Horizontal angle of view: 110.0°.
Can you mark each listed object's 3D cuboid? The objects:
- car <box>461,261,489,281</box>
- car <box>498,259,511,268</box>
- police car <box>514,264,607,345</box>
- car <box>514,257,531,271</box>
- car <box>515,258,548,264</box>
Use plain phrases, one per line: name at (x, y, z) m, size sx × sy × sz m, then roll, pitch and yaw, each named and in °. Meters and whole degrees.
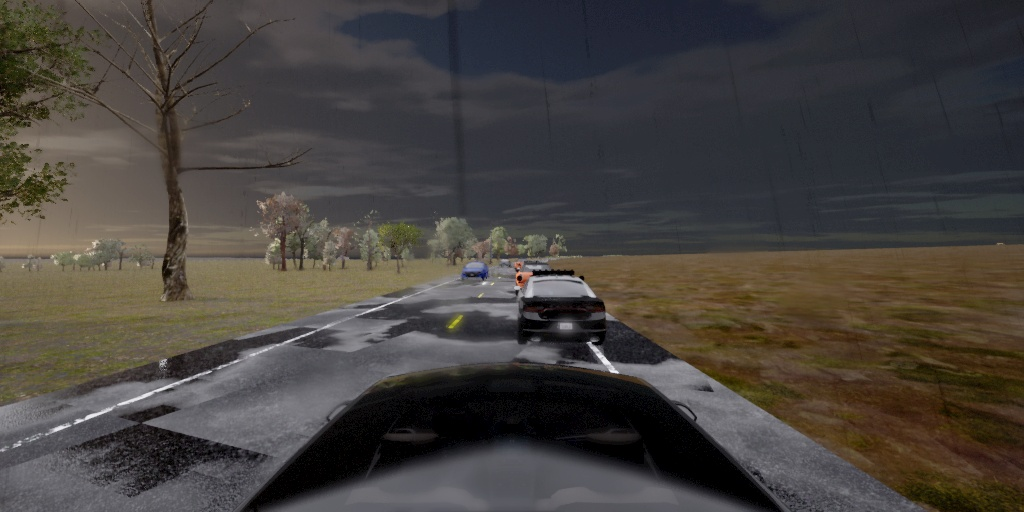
car at (-3.065, 1.227, 30.665) m, size 1.882 × 1.535 × 5.008 m, roll 0°, pitch 0°, yaw 2°
car at (-1.231, 1.259, 62.487) m, size 1.812 × 1.442 × 4.674 m, roll 0°, pitch 0°, yaw 4°
police car at (1.089, 1.175, 9.626) m, size 1.930 × 1.638 × 5.238 m, roll 0°, pitch 0°, yaw 1°
car at (1.535, 1.093, 50.766) m, size 2.097 × 1.767 × 4.553 m, roll 0°, pitch 0°, yaw 4°
car at (1.246, 1.101, 19.451) m, size 2.097 × 1.767 × 4.553 m, roll 0°, pitch 0°, yaw 1°
